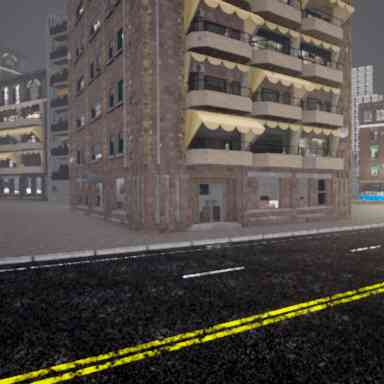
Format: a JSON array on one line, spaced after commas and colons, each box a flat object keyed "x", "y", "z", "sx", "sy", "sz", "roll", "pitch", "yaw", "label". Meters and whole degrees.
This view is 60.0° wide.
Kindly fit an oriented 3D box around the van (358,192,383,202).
[{"x": 30.301, "y": 0.828, "z": 56.090, "sx": 3.998, "sy": 1.788, "sz": 1.690, "roll": 1, "pitch": 0, "yaw": 26, "label": "van"}]
